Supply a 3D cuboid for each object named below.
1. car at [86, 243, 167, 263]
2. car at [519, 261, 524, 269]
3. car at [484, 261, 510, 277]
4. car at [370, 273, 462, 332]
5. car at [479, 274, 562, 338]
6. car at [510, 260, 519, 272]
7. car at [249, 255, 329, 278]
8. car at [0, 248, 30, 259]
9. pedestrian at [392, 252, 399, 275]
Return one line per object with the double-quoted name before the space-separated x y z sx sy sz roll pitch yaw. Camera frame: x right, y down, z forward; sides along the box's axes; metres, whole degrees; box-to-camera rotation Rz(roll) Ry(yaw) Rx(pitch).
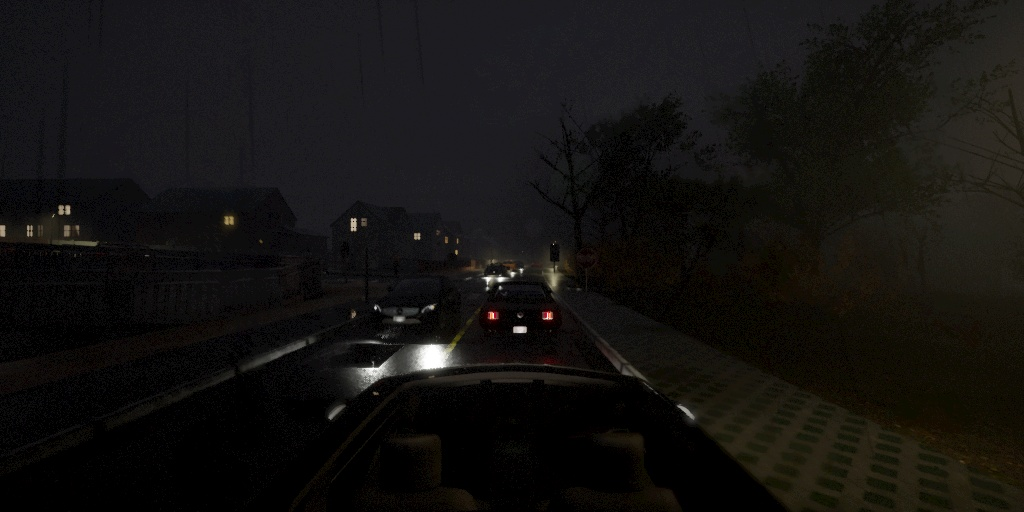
"car" -24.104 0.016 22.740 4.553 1.767 2.097 3 0 1
"car" 1.070 1.518 63.394 1.812 1.442 4.674 0 -1 7
"car" -1.601 1.375 36.238 1.994 1.385 4.181 0 0 3
"car" -2.714 1.283 11.102 1.812 1.442 4.674 0 0 1
"car" 0.215 1.357 10.192 1.895 1.301 4.718 0 0 1
"car" -0.537 1.356 48.912 1.882 1.535 5.008 0 0 6
"car" -14.025 0.667 22.529 4.674 1.442 1.812 3 0 1
"car" -34.093 -0.331 22.949 5.008 1.535 1.882 3 0 1
"pedestrian" -9.173 0.552 28.297 0.375 1.860 0.375 0 -3 1
